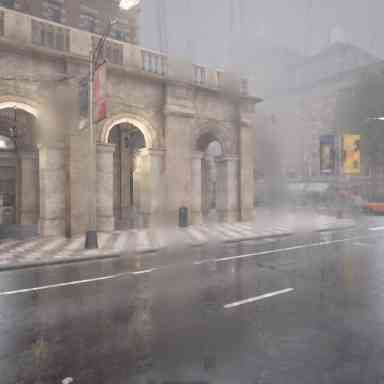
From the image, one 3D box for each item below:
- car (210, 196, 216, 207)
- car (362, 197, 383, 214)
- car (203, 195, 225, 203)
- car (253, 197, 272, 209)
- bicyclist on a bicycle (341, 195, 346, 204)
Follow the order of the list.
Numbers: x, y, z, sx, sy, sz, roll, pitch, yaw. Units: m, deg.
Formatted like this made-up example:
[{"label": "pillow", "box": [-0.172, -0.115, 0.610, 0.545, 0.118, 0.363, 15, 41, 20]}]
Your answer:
[{"label": "car", "box": [1.428, 1.595, 46.360, 1.895, 1.301, 4.718, 0, 0, -36]}, {"label": "car", "box": [19.455, 1.351, 32.798, 2.097, 1.767, 4.553, 0, 0, -36]}, {"label": "car", "box": [4.709, 1.518, 72.949, 2.128, 1.511, 4.902, 0, 0, -36]}, {"label": "car", "box": [9.395, 1.506, 46.697, 1.837, 1.490, 4.892, 0, 0, -36]}, {"label": "bicyclist on a bicycle", "box": [26.016, 1.300, 56.959, 1.656, 1.620, 0.582, 0, 0, -36]}]
